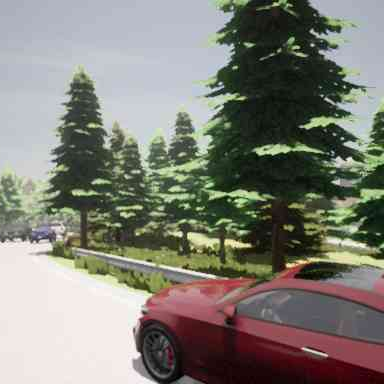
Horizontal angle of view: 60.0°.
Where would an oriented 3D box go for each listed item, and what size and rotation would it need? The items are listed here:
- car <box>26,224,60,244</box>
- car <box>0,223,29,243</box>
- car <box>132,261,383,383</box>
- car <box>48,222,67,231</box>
[{"bbox_3d":[-14.115,4.074,31.690,1.812,1.442,4.674,-1,-6,-16],"label":"car"},{"bbox_3d":[-18.694,4.309,35.605,2.150,2.045,5.566,-1,-6,-16],"label":"car"},{"bbox_3d":[1.366,1.531,3.651,4.674,1.442,1.812,0,0,39],"label":"car"},{"bbox_3d":[-17.183,4.849,42.150,2.150,2.045,5.566,-1,-5,-17],"label":"car"}]
